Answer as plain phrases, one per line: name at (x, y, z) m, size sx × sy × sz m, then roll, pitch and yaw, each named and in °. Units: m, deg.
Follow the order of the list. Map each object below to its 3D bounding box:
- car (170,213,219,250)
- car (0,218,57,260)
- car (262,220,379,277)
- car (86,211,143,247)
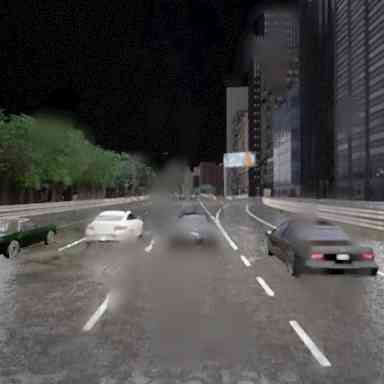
car at (0.103, 1.605, 14.674) m, size 1.994 × 1.385 × 4.181 m, roll 0°, pitch 0°, yaw 1°
car at (-6.915, 1.635, 12.648) m, size 1.895 × 1.301 × 4.718 m, roll 0°, pitch 0°, yaw 1°
car at (3.562, 1.577, 10.298) m, size 2.033 × 1.411 × 5.357 m, roll 0°, pitch 0°, yaw 1°
car at (-3.397, 1.567, 15.145) m, size 1.812 × 1.442 × 4.674 m, roll 0°, pitch 0°, yaw 0°
